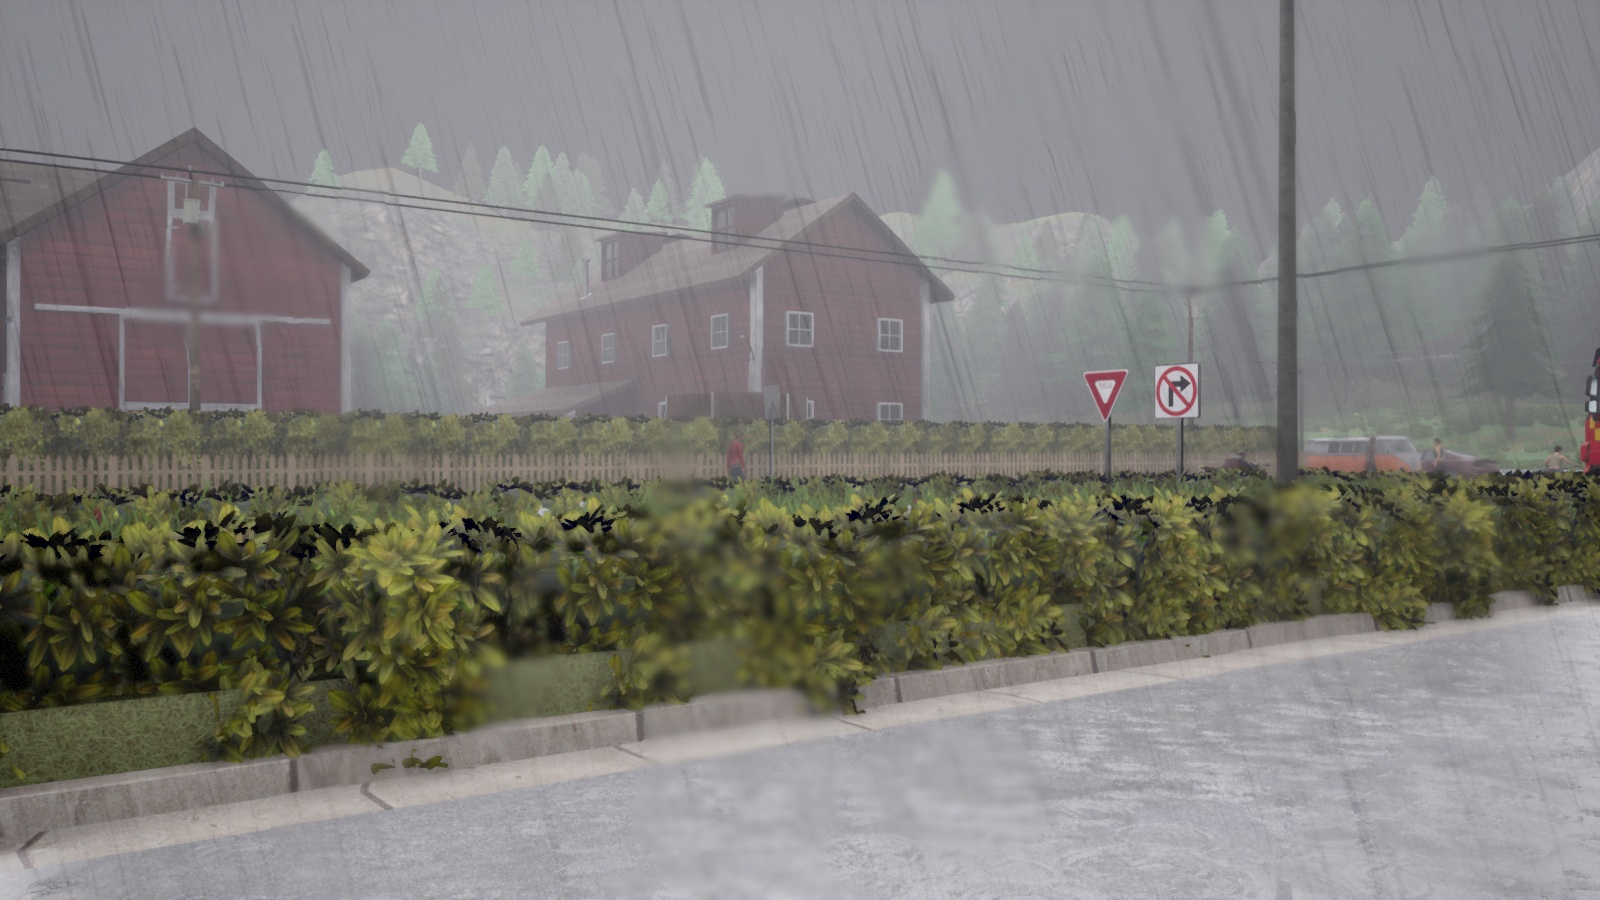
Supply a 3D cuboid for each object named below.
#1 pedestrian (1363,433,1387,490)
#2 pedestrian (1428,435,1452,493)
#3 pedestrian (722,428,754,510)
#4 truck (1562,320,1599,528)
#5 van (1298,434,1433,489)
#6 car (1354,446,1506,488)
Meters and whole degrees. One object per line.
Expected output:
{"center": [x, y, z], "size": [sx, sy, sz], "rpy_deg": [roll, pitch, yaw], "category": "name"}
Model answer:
{"center": [18.948, 0.377, 41.393], "size": [0.331, 1.846, 0.634], "rpy_deg": [0, 0, -35], "category": "pedestrian"}
{"center": [20.614, 0.449, 40.452], "size": [0.345, 1.836, 0.594], "rpy_deg": [0, 0, -27], "category": "pedestrian"}
{"center": [-1.411, 0.421, 28.577], "size": [0.636, 1.846, 0.331], "rpy_deg": [0, 0, -33], "category": "pedestrian"}
{"center": [16.446, -0.490, 19.996], "size": [2.891, 3.827, 8.468], "rpy_deg": [0, 0, -5], "category": "truck"}
{"center": [21.213, 0.416, 47.298], "size": [1.775, 1.987, 4.442], "rpy_deg": [0, 0, -28], "category": "van"}
{"center": [24.524, 0.626, 49.092], "size": [1.882, 1.535, 5.008], "rpy_deg": [0, 0, -34], "category": "car"}
